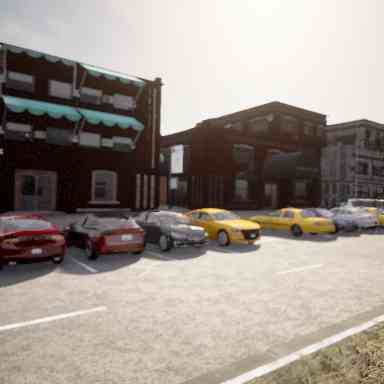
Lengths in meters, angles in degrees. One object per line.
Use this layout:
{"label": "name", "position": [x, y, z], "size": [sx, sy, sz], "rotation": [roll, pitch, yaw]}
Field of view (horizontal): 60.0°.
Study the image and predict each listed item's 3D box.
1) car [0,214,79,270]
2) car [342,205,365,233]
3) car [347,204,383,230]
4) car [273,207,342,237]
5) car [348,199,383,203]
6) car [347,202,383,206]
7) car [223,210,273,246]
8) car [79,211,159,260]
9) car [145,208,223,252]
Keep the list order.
{"label": "car", "position": [-5.739, 1.495, 11.253], "size": [2.097, 1.535, 5.008], "rotation": [1, 0, -35]}
{"label": "car", "position": [7.935, 1.723, 20.993], "size": [2.002, 1.452, 4.674], "rotation": [1, -1, -35]}
{"label": "car", "position": [10.103, 1.768, 22.530], "size": [2.002, 1.452, 4.674], "rotation": [1, -1, -35]}
{"label": "car", "position": [5.573, 1.641, 19.536], "size": [1.946, 1.575, 5.366], "rotation": [1, -1, -35]}
{"label": "car", "position": [14.647, 1.593, 25.730], "size": [2.435, 2.045, 5.566], "rotation": [2, -1, -35]}
{"label": "car", "position": [12.254, 1.780, 24.291], "size": [1.946, 1.575, 5.366], "rotation": [2, -1, -35]}
{"label": "car", "position": [1.150, 1.581, 16.168], "size": [2.097, 1.535, 5.008], "rotation": [1, 0, -35]}
{"label": "car", "position": [-3.495, 1.553, 12.893], "size": [2.163, 1.488, 4.792], "rotation": [1, 0, -35]}
{"label": "car", "position": [-1.217, 1.553, 14.486], "size": [2.231, 1.521, 4.892], "rotation": [1, 0, -35]}
